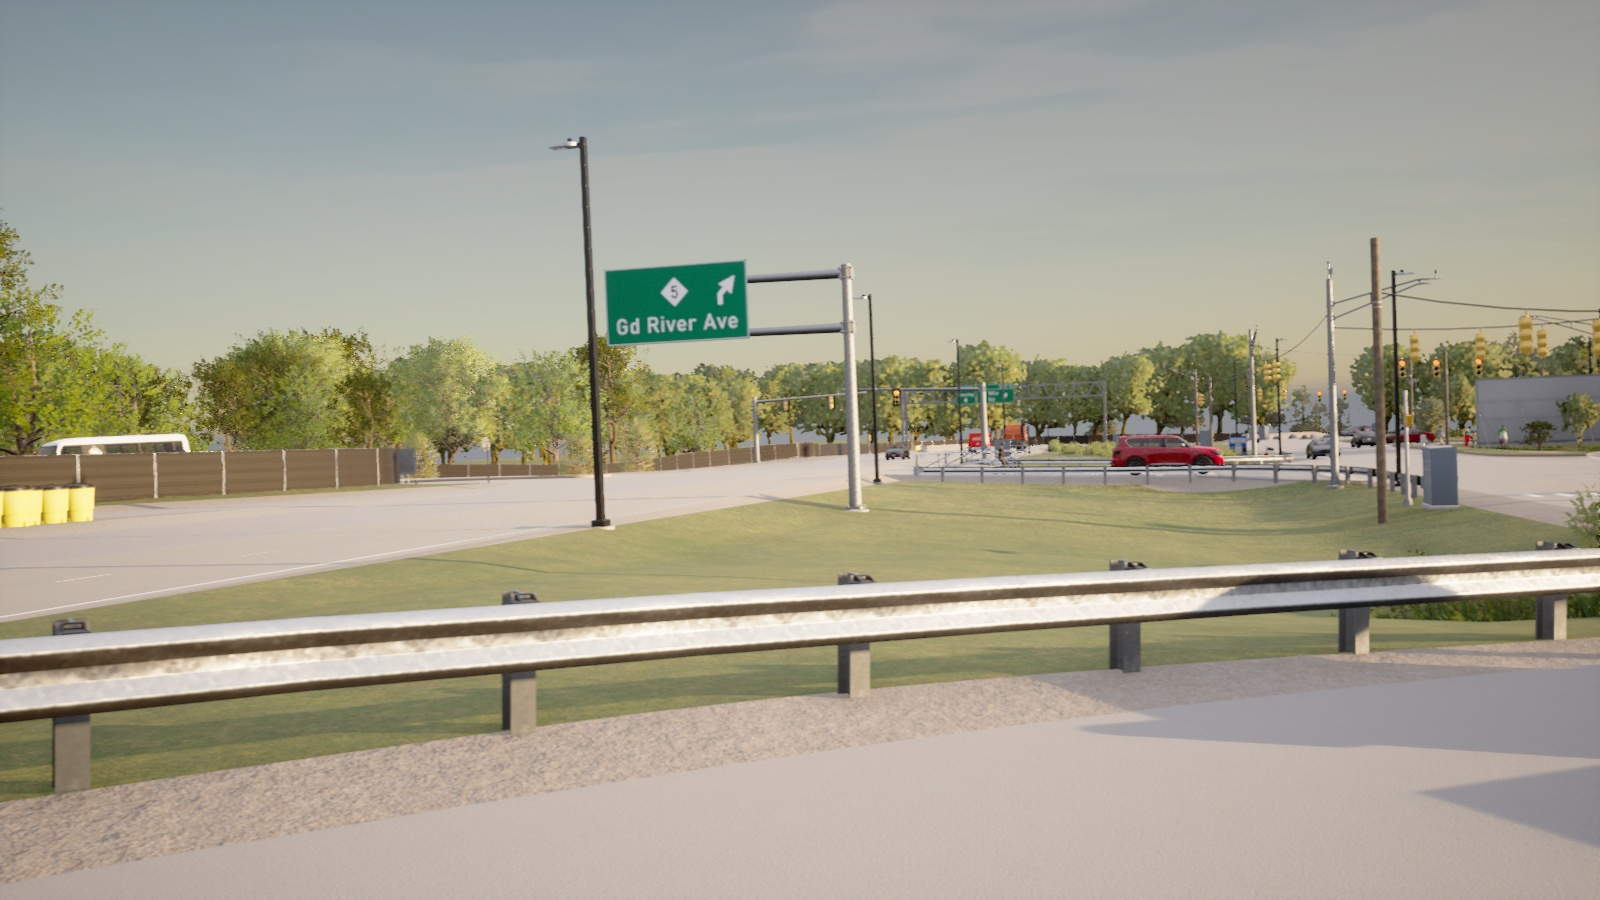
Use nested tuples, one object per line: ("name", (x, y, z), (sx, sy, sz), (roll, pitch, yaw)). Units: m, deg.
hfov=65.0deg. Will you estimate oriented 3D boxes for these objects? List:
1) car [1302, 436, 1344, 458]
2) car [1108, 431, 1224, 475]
("car", (37.227, -0.212, 89.566), (2.033, 1.411, 5.357), (-2, 1, 15))
("car", (18.692, 0.158, 64.255), (5.566, 2.045, 2.150), (-2, 0, 16))
